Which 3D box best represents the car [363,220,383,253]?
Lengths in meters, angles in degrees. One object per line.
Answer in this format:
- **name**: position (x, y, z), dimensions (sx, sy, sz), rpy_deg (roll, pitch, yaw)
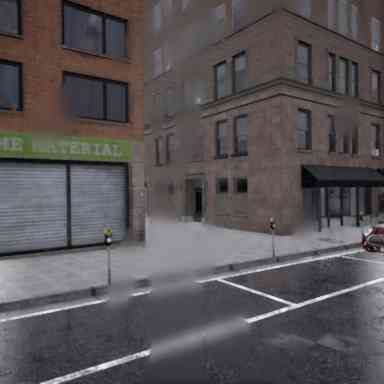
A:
- **car**: position (8.157, 1.438, 12.428), dimensions (4.097, 1.590, 1.967), rpy_deg (0, -1, -35)
